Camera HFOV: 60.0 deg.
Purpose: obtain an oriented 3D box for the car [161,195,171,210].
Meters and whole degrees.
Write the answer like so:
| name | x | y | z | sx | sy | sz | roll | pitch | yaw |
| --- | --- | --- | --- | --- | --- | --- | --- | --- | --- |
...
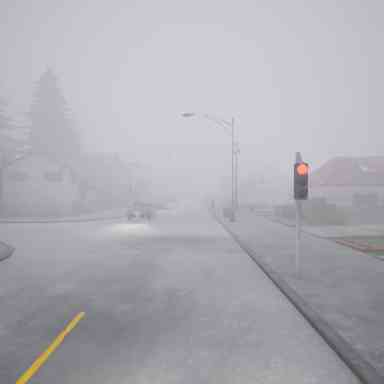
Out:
| name | x | y | z | sx | sy | sz | roll | pitch | yaw |
| --- | --- | --- | --- | --- | --- | --- | --- | --- | --- |
| car | -4.053 | 1.504 | 42.160 | 1.837 | 1.490 | 4.892 | 0 | 0 | 0 |

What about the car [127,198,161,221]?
| name | x | y | z | sx | sy | sz | roll | pitch | yaw |
| --- | --- | --- | --- | --- | --- | --- | --- | --- | --- |
| car | -4.070 | 1.492 | 27.276 | 2.128 | 1.511 | 4.902 | 0 | 0 | 0 |

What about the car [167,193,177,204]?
| name | x | y | z | sx | sy | sz | roll | pitch | yaw |
| --- | --- | --- | --- | --- | --- | --- | --- | --- | --- |
| car | -3.978 | 1.224 | 64.232 | 2.150 | 2.045 | 5.566 | 0 | 0 | 1 |
